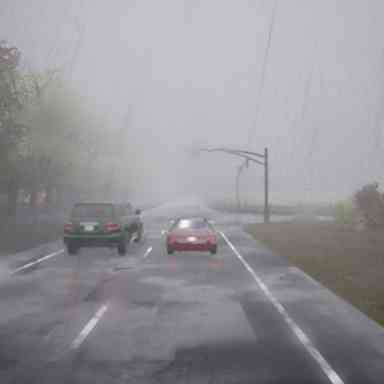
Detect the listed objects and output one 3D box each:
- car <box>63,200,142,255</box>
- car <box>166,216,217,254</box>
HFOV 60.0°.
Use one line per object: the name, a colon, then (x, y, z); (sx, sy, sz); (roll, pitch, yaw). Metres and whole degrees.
car: (-3.503, 1.349, 14.025); (2.150, 2.045, 5.566); (0, 0, 0)
car: (-0.001, 1.697, 14.085); (1.994, 1.385, 4.181); (0, -1, 0)
